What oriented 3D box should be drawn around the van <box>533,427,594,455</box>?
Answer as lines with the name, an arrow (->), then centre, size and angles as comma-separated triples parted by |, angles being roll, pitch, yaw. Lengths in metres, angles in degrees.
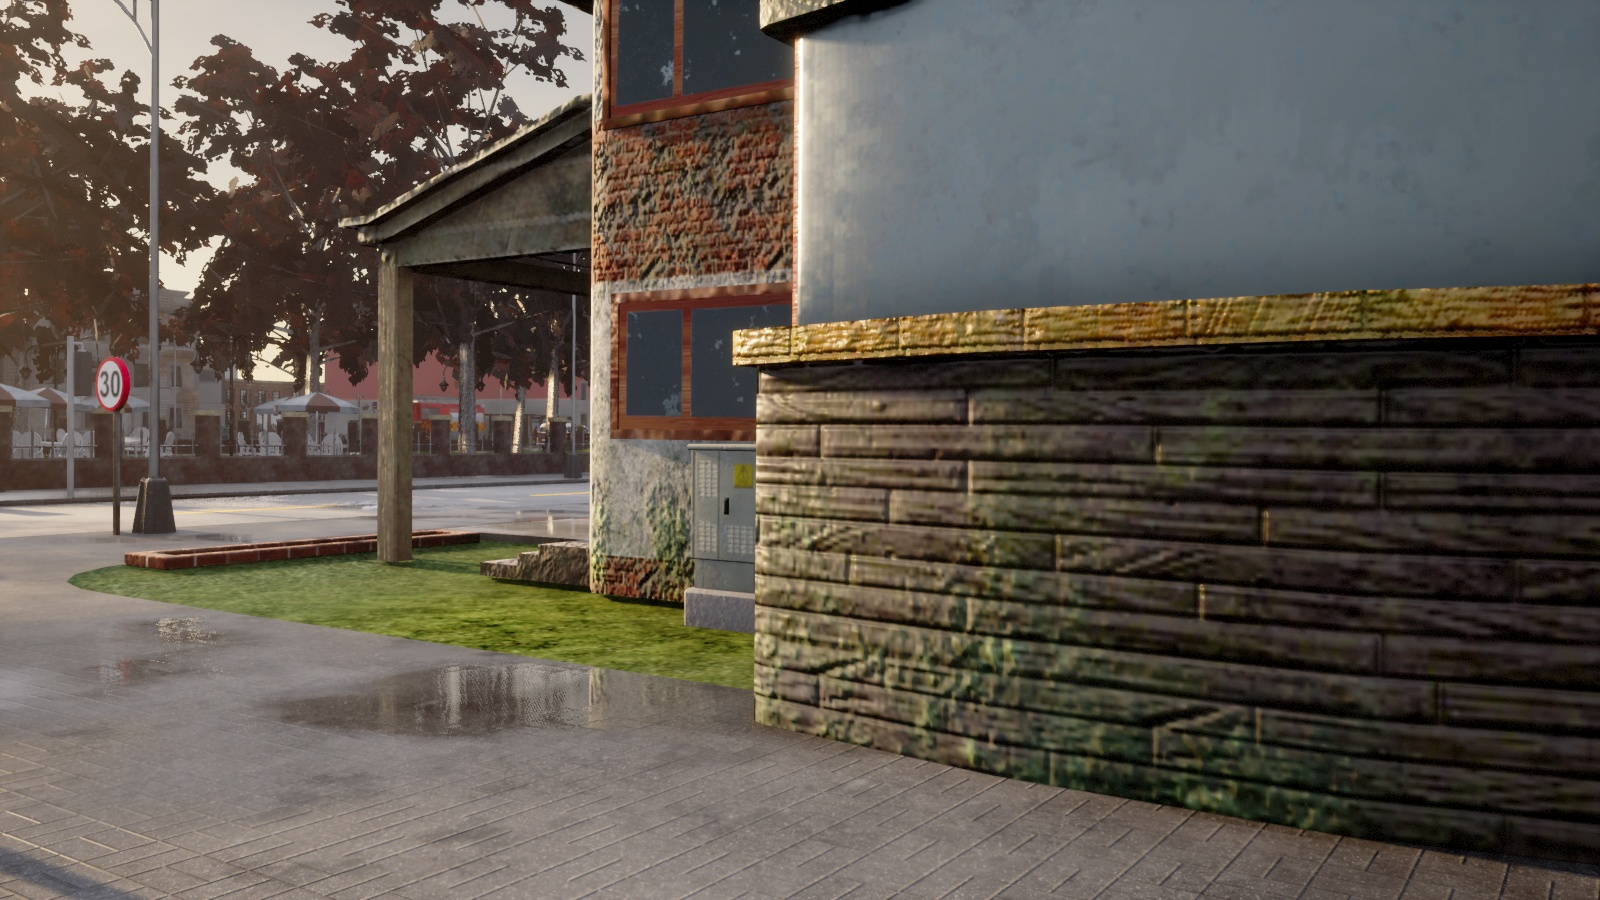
van -> -18.045, -0.693, 96.037 | 2.069, 2.038, 4.480 | 0, 1, 34

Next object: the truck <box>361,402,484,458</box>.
truck -> -26.894, -1.417, 89.896 | 2.891, 3.827, 8.468 | 0, 1, 33
